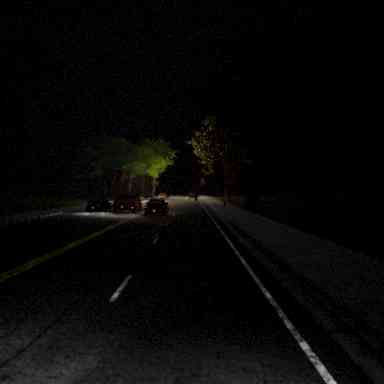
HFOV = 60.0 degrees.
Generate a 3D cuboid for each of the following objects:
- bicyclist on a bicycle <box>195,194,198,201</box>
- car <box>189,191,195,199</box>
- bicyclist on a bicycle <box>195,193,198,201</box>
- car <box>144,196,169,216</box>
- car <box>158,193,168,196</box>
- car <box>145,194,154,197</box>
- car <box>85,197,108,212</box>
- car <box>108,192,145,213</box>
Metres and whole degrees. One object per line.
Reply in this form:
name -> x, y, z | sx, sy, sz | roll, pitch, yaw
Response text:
bicyclist on a bicycle -> 0.883, 1.142, 62.500 | 0.582, 1.620, 1.656 | 0, 0, 0
car -> -0.016, 1.064, 89.678 | 2.033, 1.411, 5.357 | 0, 0, 0
bicyclist on a bicycle -> 0.881, 1.102, 71.366 | 0.582, 1.620, 1.656 | 0, 0, 0
car -> -3.155, 1.368, 30.066 | 1.812, 1.442, 4.674 | 0, 0, 0
car -> -6.514, 1.057, 74.765 | 1.882, 1.535, 5.008 | 0, 0, 0
car -> -9.764, 1.039, 75.556 | 1.895, 1.301, 4.718 | 0, 0, 0
car -> -9.845, 1.323, 35.450 | 1.837, 1.490, 4.892 | 0, 0, 0
car -> -6.601, 1.043, 34.197 | 2.150, 2.045, 5.566 | 0, 0, 0
